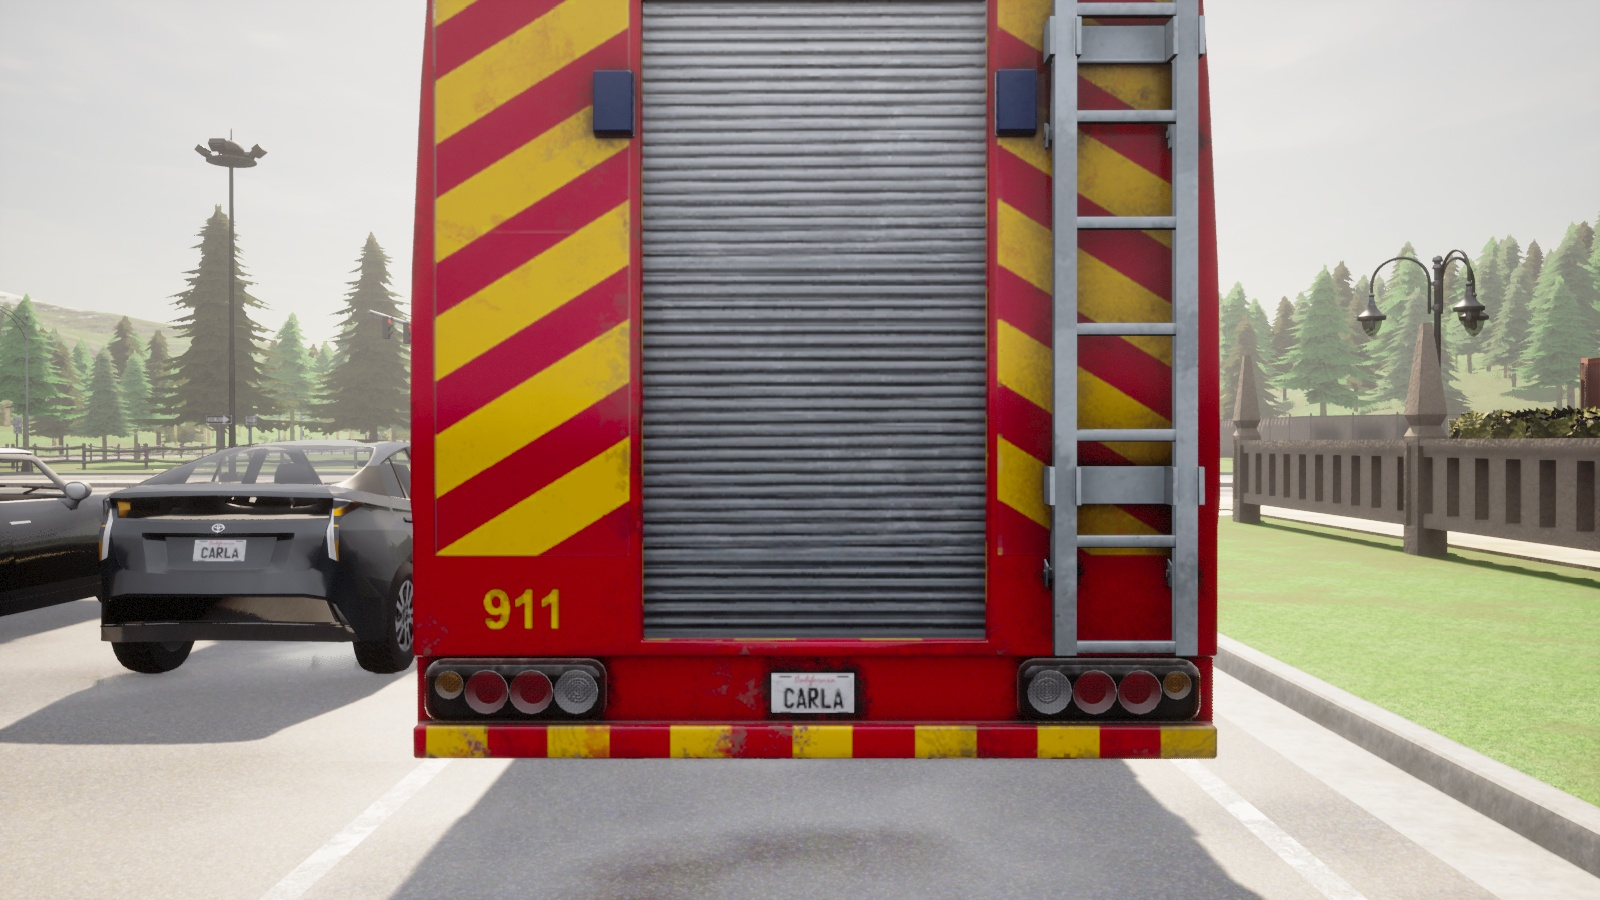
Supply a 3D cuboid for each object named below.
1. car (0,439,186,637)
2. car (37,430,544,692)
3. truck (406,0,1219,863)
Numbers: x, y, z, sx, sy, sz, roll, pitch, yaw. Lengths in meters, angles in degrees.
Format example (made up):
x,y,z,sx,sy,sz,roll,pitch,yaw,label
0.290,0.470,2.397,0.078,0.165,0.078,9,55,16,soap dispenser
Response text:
x,y,z,sx,sy,sz,roll,pitch,yaw,label
-6.926,0.649,10.229,1.970,1.475,3.806,0,0,0,car
-3.430,0.636,9.573,2.007,1.525,4.514,0,0,0,car
0.066,-0.467,8.703,2.891,3.827,8.468,0,0,0,truck
